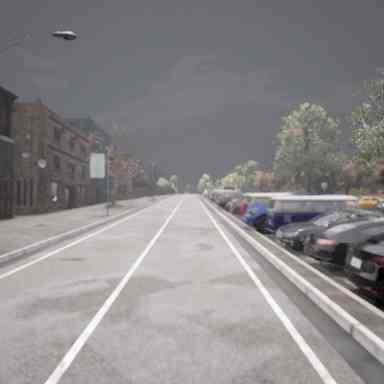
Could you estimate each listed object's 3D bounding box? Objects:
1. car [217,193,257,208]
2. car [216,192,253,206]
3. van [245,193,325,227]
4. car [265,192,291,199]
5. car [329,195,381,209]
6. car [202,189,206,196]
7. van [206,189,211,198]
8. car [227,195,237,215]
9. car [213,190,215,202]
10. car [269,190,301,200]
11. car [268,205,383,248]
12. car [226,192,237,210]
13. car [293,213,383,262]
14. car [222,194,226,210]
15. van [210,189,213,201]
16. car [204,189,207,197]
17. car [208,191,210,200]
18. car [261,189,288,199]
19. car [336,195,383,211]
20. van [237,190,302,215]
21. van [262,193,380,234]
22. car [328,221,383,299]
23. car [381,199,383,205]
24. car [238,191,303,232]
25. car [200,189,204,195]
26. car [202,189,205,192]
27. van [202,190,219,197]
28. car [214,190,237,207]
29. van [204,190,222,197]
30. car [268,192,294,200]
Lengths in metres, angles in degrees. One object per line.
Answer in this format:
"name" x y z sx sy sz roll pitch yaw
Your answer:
"car" 5.465 0.972 40.499 4.553 1.767 2.185 0 1 0
"car" 5.449 0.939 43.302 4.553 1.767 2.185 0 1 0
"van" 5.721 1.101 20.877 4.442 1.987 1.878 0 1 0
"car" 18.399 0.736 71.592 5.008 1.535 2.097 0 1 0
"car" 18.595 1.122 38.141 4.892 1.521 2.231 0 1 0
"car" 5.281 0.744 74.135 4.792 1.488 2.163 0 1 0
"van" 5.271 0.642 60.118 4.442 1.987 1.878 0 1 0
"car" 5.567 1.262 26.485 4.892 1.521 2.231 0 1 0
"car" 5.483 0.879 37.694 5.566 2.045 2.435 0 1 0
"car" 18.406 0.544 66.021 5.566 2.045 2.435 0 1 0
"car" 5.657 1.420 12.467 4.892 1.521 2.231 0 1 0
"car" 5.589 1.103 29.287 4.553 1.767 2.185 0 1 0
"car" 5.663 1.484 9.664 4.674 1.452 2.002 0 1 0
"car" 5.540 1.236 32.092 4.674 1.452 2.002 0 1 0
"van" 5.333 0.773 48.906 4.442 1.987 1.878 0 1 0
"car" 5.542 0.800 65.729 5.366 1.575 1.946 0 1 0
"car" 5.429 0.966 51.712 5.008 1.535 2.097 0 1 0
"car" 18.361 0.457 74.376 5.566 2.045 2.435 0 0 0
"car" 18.419 1.150 35.363 5.366 1.575 1.946 0 1 0
"van" 5.705 1.068 23.680 4.442 1.987 1.878 0 1 0
"van" 5.752 1.166 15.273 4.442 1.987 1.878 0 1 0
"car" 5.711 1.496 6.856 4.792 1.488 2.163 0 0 0
"car" 18.621 1.280 27.038 4.792 1.488 2.163 0 1 0
"car" 5.591 1.108 18.072 5.566 2.045 2.435 0 1 0
"car" 5.308 0.414 79.738 5.566 2.045 2.435 0 0 0
"car" 5.290 0.690 76.933 4.892 1.521 2.231 0 1 0
"van" 5.104 0.344 90.951 4.442 1.987 1.878 0 0 0
"car" 5.498 0.912 34.891 5.566 2.045 2.435 0 1 0
"van" 5.365 0.392 85.345 4.442 1.987 1.878 0 0 0
"car" 18.416 0.803 68.931 4.674 1.452 2.002 0 1 0
